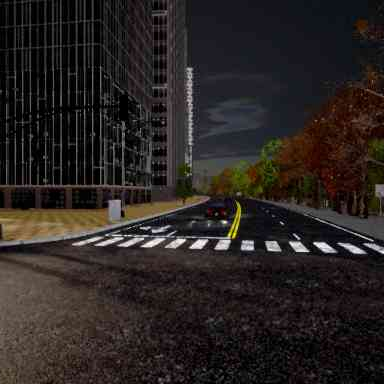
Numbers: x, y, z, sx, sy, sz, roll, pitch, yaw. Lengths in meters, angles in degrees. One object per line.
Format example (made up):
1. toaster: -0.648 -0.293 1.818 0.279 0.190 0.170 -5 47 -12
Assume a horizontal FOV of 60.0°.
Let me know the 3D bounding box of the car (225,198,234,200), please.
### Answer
1. car: 7.323 1.414 64.853 1.994 1.385 4.181 0 0 7

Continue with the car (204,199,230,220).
1. car: 2.238 1.574 28.357 1.994 1.385 4.181 0 0 9
